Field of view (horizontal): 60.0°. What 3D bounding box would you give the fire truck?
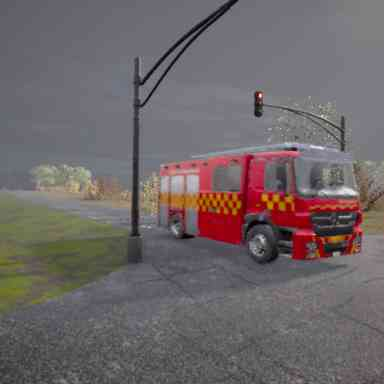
[{"bbox_3d":[1.798,0.215,12.833,2.891,3.827,8.468,1,0,-32],"label":"fire truck"}]
